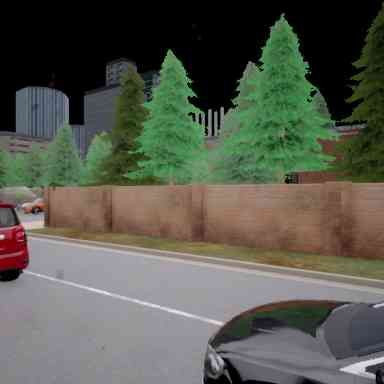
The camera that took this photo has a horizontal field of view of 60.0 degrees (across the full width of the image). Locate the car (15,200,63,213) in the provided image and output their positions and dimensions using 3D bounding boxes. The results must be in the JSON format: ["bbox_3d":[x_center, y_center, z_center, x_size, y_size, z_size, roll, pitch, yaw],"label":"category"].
[{"bbox_3d":[-17.368,1.601,37.927,1.895,1.301,4.718,0,0,35],"label":"car"}]

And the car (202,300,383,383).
[{"bbox_3d":[2.331,1.490,2.330,4.902,1.511,2.128,0,0,36],"label":"car"}]

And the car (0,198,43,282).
[{"bbox_3d":[-6.420,1.221,8.540,5.566,2.045,2.150,0,0,36],"label":"car"}]
